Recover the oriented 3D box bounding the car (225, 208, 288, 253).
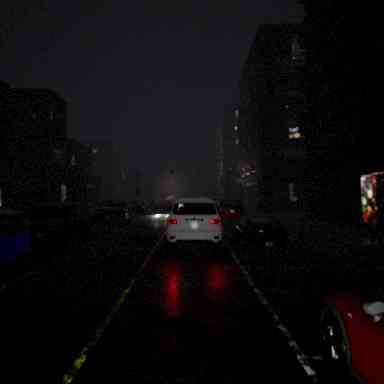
[{"bbox_3d":[2.702,1.597,13.811,2.008,1.369,4.403,1,0,0],"label":"car"}]

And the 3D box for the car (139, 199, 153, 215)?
[{"bbox_3d":[-5.679,1.557,35.447,1.967,1.590,4.097,1,0,0],"label":"car"}]

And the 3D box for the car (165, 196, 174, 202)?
[{"bbox_3d":[-5.766,1.816,84.216,1.887,1.381,4.507,1,0,0],"label":"car"}]

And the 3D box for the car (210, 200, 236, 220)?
[{"bbox_3d":[2.701,1.539,30.033,1.967,1.590,4.097,1,0,0],"label":"car"}]

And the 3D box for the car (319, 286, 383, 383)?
[{"bbox_3d":[2.705,1.451,2.998,1.967,1.590,4.097,1,0,0],"label":"car"}]

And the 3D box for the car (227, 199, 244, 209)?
[{"bbox_3d":[2.704,1.397,24.626,2.192,1.841,5.009,1,0,0],"label":"car"}]

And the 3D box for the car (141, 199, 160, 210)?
[{"bbox_3d":[-5.684,1.702,46.260,2.008,1.369,4.403,1,0,0],"label":"car"}]

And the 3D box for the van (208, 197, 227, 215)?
[{"bbox_3d":[2.702,1.458,35.440,1.690,1.788,3.998,1,0,0],"label":"van"}]

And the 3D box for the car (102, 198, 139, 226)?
[{"bbox_3d":[-5.675,1.397,24.632,2.192,1.841,5.009,1,0,0],"label":"car"}]

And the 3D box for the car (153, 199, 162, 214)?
[{"bbox_3d":[-3.099,1.684,36.673,1.994,1.385,4.181,0,0,0],"label":"car"}]

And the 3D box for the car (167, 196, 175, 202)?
[{"bbox_3d":[-5.690,1.834,89.897,1.887,1.381,4.507,1,0,0],"label":"car"}]

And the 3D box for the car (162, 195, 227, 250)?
[{"bbox_3d":[0.090,1.270,14.669,2.150,2.045,5.566,0,0,0],"label":"car"}]

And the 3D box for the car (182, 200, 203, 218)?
[{"bbox_3d":[0.089,1.584,32.382,1.882,1.535,5.008,0,0,0],"label":"car"}]

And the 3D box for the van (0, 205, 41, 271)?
[{"bbox_3d":[-5.674,1.370,8.411,1.690,1.788,3.998,1,0,0],"label":"van"}]

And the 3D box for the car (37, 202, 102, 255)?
[{"bbox_3d":[-5.674,1.362,13.818,2.192,1.841,5.009,1,0,0],"label":"car"}]
